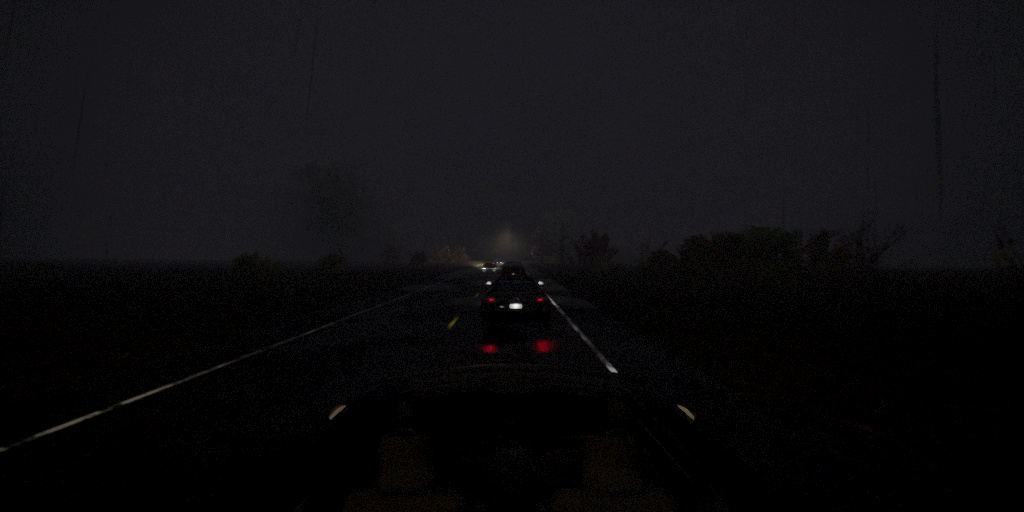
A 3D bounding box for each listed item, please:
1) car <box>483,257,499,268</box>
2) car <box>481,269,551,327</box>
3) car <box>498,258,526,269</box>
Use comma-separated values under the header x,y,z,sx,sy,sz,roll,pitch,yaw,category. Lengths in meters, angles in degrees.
x,y,z,sx,sy,sz,roll,pitch,yaw,category
-3.540,1.070,57.704,1.882,1.535,5.008,0,0,0,car
0.102,1.288,11.467,1.994,1.385,4.181,0,0,0,car
0.105,1.154,28.853,1.882,1.535,5.008,0,0,0,car
